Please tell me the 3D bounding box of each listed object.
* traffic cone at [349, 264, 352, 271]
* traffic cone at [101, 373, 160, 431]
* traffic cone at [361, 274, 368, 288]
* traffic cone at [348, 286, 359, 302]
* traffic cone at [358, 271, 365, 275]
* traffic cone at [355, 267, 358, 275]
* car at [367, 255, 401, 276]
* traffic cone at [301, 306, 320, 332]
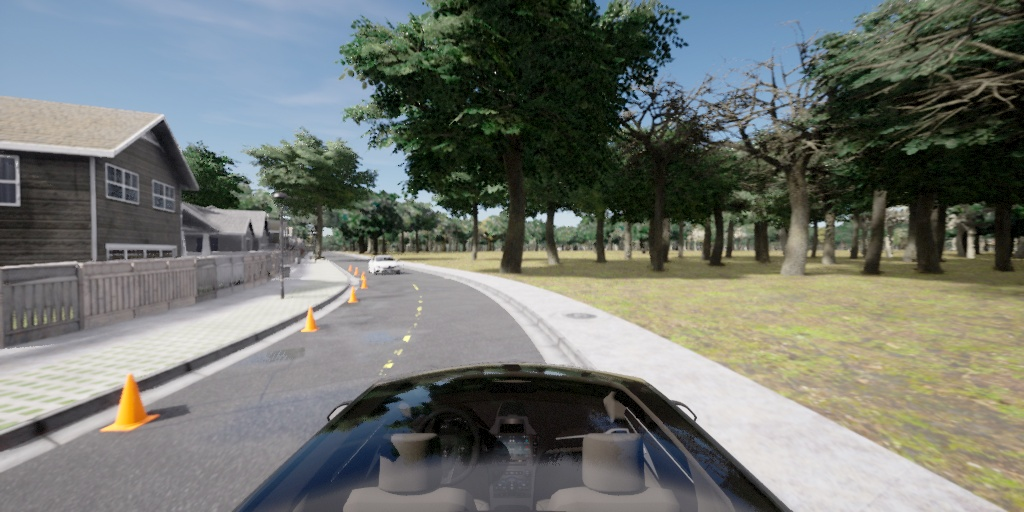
[{"bbox_3d":[-14.020,1.020,31.150,0.340,0.580,0.340,0,0,-29],"label":"traffic cone"},{"bbox_3d":[-4.439,1.662,4.187,0.340,0.580,0.340,0,0,-4],"label":"traffic cone"},{"bbox_3d":[-7.447,1.327,18.113,0.340,0.580,0.340,0,0,-20],"label":"traffic cone"},{"bbox_3d":[-6.006,1.436,13.572,0.340,0.580,0.340,0,0,-15],"label":"traffic cone"},{"bbox_3d":[-9.310,1.223,22.496,0.340,0.580,0.340,0,0,-26],"label":"traffic cone"},{"bbox_3d":[-11.592,1.122,26.780,0.340,0.580,0.340,0,0,-29],"label":"traffic cone"},{"bbox_3d":[-9.854,0.674,27.544,1.812,1.442,4.674,-1,2,-29],"label":"car"},{"bbox_3d":[-5.000,1.548,8.915,0.340,0.580,0.340,0,0,-9],"label":"traffic cone"}]
